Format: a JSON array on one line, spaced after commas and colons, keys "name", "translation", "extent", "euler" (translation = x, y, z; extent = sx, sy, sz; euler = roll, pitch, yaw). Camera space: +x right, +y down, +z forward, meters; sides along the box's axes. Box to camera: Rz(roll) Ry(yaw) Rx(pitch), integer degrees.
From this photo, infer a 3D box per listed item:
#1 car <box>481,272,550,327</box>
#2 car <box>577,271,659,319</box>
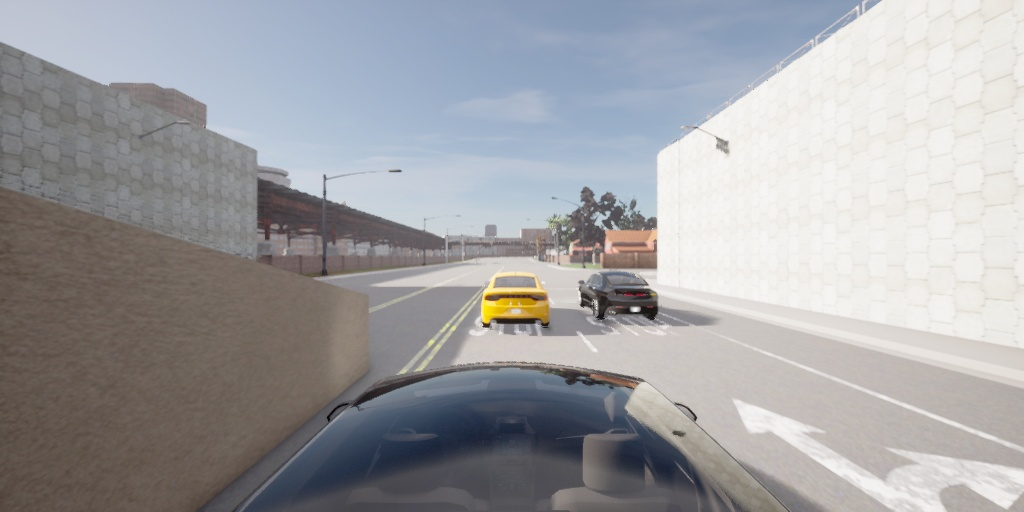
[{"name": "car", "translation": [0.103, 1.257, 11.627], "extent": [1.882, 1.535, 5.008], "euler": [0, 0, 0]}, {"name": "car", "translation": [3.600, 1.290, 12.875], "extent": [1.837, 1.490, 4.892], "euler": [0, 0, 0]}]
